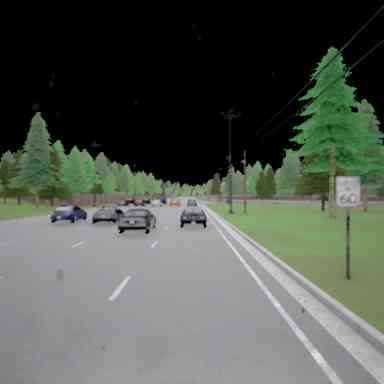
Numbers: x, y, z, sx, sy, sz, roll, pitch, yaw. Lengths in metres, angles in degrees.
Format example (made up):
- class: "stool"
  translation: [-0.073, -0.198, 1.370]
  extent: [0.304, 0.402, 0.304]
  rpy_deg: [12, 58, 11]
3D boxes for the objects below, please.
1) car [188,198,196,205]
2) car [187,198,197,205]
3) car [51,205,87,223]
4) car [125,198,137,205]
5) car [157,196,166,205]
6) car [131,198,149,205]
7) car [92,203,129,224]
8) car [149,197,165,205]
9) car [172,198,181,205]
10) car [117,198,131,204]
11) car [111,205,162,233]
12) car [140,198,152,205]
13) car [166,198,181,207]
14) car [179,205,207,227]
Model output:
- class: "car"
  translation: [0.027, 2.147, 76.038]
  extent: [1.882, 1.535, 5.008]
  rpy_deg: [0, -1, 0]
- class: "car"
  translation: [0.024, 2.298, 67.282]
  extent: [1.994, 1.385, 4.181]
  rpy_deg: [0, -1, 0]
- class: "car"
  translation: [-10.389, 1.838, 28.286]
  extent: [1.812, 1.442, 4.674]
  rpy_deg: [0, 0, 0]
- class: "car"
  translation: [-13.973, 2.148, 76.043]
  extent: [1.882, 1.535, 5.008]
  rpy_deg: [0, -1, 0]
- class: "car"
  translation: [-6.973, 1.895, 76.073]
  extent: [2.150, 2.045, 5.566]
  rpy_deg: [0, -1, 0]
- class: "car"
  translation: [-10.476, 2.259, 66.869]
  extent: [1.812, 1.442, 4.674]
  rpy_deg: [0, -1, 0]
- class: "car"
  translation: [-6.890, 1.873, 27.944]
  extent: [1.994, 1.385, 4.181]
  rpy_deg: [0, -1, 0]
- class: "car"
  translation: [-6.976, 2.255, 66.452]
  extent: [1.812, 1.442, 4.674]
  rpy_deg: [0, -1, 0]
- class: "car"
  translation: [-3.473, 2.194, 76.038]
  extent: [1.812, 1.442, 4.674]
  rpy_deg: [0, -1, 0]
- class: "car"
  translation: [-13.976, 2.291, 67.287]
  extent: [1.994, 1.385, 4.181]
  rpy_deg: [0, -1, 0]
- class: "car"
  translation: [-3.392, 1.783, 21.276]
  extent: [2.033, 1.411, 5.357]
  rpy_deg: [0, -1, 0]
- class: "car"
  translation: [-10.473, 2.148, 76.041]
  extent: [1.882, 1.535, 5.008]
  rpy_deg: [0, -1, 0]
- class: "car"
  translation: [-3.476, 2.092, 67.255]
  extent: [2.097, 1.767, 4.553]
  rpy_deg: [0, -1, 0]
- class: "car"
  translation: [0.107, 1.882, 25.413]
  extent: [1.895, 1.301, 4.718]
  rpy_deg: [0, -1, 0]
